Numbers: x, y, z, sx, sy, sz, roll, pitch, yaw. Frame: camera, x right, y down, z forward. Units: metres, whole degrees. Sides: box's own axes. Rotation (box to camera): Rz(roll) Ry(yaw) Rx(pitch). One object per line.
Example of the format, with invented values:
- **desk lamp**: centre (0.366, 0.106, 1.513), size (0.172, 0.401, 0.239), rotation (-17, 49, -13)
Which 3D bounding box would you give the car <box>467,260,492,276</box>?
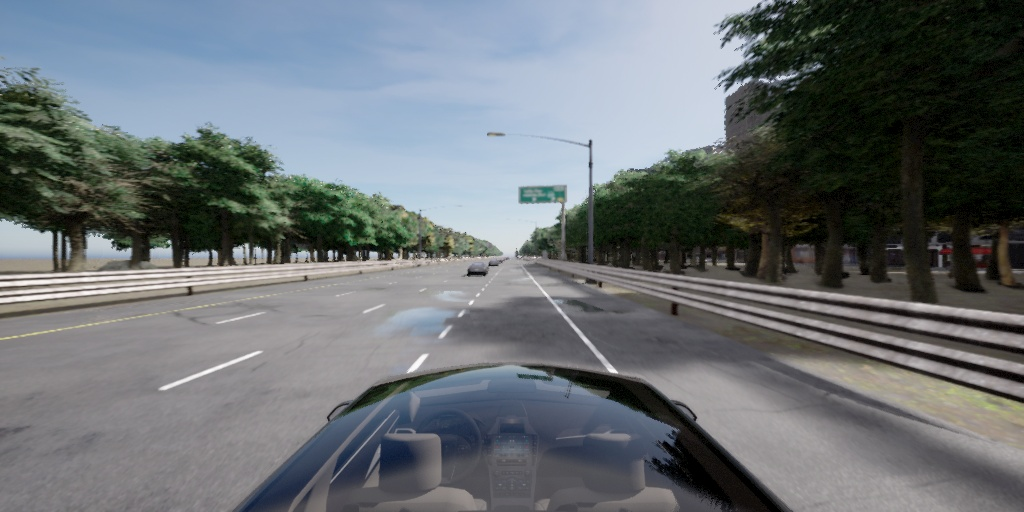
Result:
- **car**: centre (-3.434, 1.299, 36.875), size (1.994, 1.385, 4.181), rotation (0, 0, 0)
